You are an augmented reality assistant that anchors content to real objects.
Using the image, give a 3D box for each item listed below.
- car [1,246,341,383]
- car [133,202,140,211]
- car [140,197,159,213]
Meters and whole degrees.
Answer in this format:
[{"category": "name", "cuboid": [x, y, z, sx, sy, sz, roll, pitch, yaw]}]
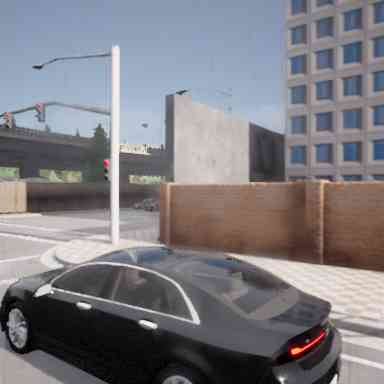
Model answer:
[{"category": "car", "cuboid": [-0.684, 1.498, 4.455, 4.892, 1.490, 1.837, 0, 0, 36]}, {"category": "car", "cuboid": [-4.598, 1.380, 38.178, 2.128, 1.511, 4.902, 0, 0, 36]}, {"category": "car", "cuboid": [-2.771, 1.374, 34.722, 1.882, 1.535, 5.008, 0, 0, 36]}]
